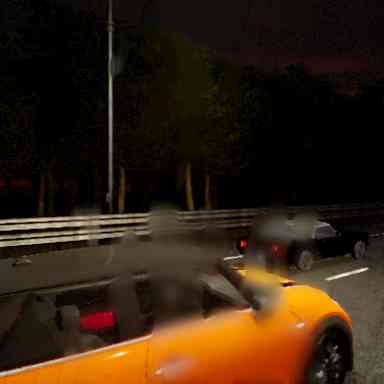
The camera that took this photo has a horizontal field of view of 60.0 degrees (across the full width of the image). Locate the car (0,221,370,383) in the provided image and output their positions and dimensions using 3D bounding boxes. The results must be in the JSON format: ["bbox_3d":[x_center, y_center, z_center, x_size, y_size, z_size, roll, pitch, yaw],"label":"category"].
[{"bbox_3d":[-0.281,1.350,3.554,4.553,1.767,2.097,0,0,-36],"label":"car"}]
